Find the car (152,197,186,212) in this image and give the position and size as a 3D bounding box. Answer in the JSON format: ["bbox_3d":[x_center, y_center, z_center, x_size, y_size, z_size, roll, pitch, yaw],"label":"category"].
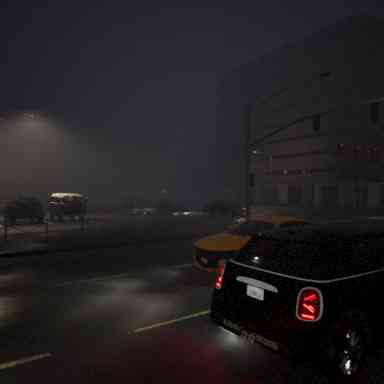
[{"bbox_3d":[-2.549,1.580,39.444,1.812,1.442,4.674,0,0,-36],"label":"car"}]

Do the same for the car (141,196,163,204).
[{"bbox_3d":[-8.008,1.601,65.597,2.033,1.411,5.357,0,0,-35],"label":"car"}]

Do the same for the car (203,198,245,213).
[{"bbox_3d":[3.143,1.602,31.410,2.033,1.411,5.357,0,0,-35],"label":"car"}]

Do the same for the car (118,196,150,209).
[{"bbox_3d":[-8.309,1.406,47.560,2.097,1.767,4.553,0,0,-35],"label":"car"}]

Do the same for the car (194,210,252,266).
[{"bbox_3d":[2.343,1.477,9.980,5.008,1.535,1.882,0,0,-36],"label":"car"}]

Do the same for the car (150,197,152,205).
[{"bbox_3d":[-8.846,1.579,60.726,1.812,1.442,4.674,0,0,-36],"label":"car"}]

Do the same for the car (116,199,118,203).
[{"bbox_3d":[-13.980,1.617,67.962,1.994,1.385,4.181,0,0,-35],"label":"car"}]

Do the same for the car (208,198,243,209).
[{"bbox_3d":[4.692,1.601,47.708,2.033,1.411,5.357,0,0,-35],"label":"car"}]

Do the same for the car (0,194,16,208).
[{"bbox_3d":[-31.741,1.208,56.446,1.932,1.855,4.605,0,0,-35],"label":"car"}]

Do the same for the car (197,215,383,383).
[{"bbox_3d":[2.574,1.352,5.637,4.553,1.767,2.097,0,0,-35],"label":"car"}]
